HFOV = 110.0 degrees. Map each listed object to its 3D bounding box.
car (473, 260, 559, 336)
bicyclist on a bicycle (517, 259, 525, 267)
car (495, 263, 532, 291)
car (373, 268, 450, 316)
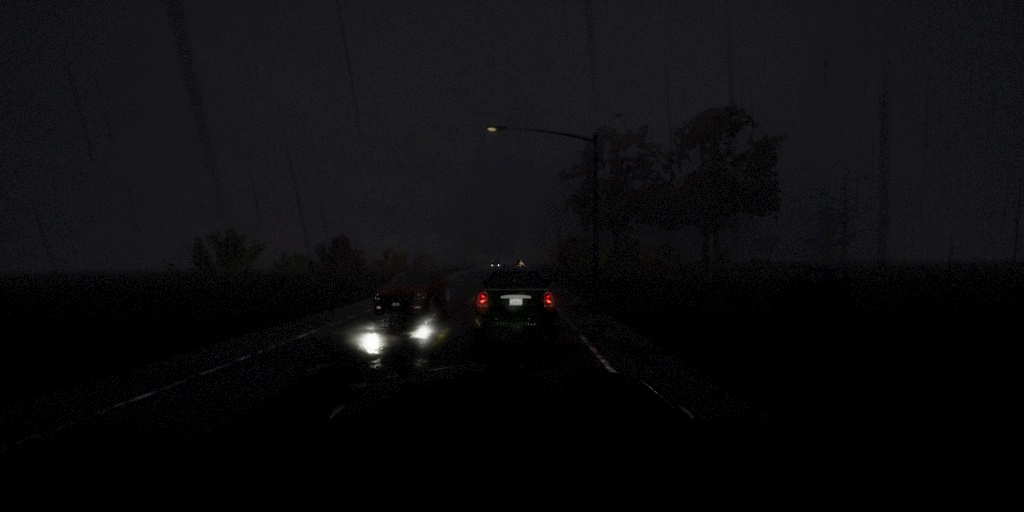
[{"bbox_3d":[0.095,1.110,10.630,2.097,1.767,4.553,0,0,0],"label":"car"},{"bbox_3d":[0.901,1.216,35.885,0.866,1.612,1.509,0,0,0],"label":"bicyclist on a bicycle"},{"bbox_3d":[0.082,1.260,22.965,2.128,1.511,4.902,0,0,0],"label":"car"},{"bbox_3d":[-3.609,1.237,13.647,1.882,1.535,5.008,0,0,0],"label":"car"}]
